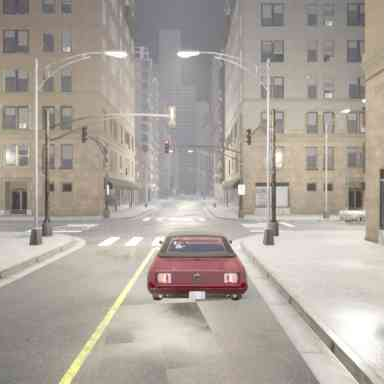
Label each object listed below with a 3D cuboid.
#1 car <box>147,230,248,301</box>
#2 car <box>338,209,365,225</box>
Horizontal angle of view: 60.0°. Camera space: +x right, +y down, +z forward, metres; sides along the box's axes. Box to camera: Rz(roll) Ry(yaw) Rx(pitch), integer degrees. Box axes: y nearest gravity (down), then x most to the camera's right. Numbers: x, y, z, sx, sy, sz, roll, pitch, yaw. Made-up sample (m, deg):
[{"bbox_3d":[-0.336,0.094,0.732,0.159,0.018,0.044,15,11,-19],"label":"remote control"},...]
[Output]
[{"bbox_3d":[0.090,1.601,8.304,1.895,1.301,4.718,0,0,0],"label":"car"},{"bbox_3d":[12.701,1.564,22.924,4.718,1.301,1.895,0,0,0],"label":"car"}]
